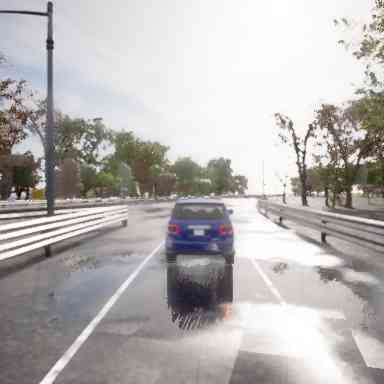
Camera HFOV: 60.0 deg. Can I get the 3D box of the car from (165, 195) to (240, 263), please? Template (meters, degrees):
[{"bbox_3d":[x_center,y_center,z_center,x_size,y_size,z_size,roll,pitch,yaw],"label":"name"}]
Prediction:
[{"bbox_3d":[0.362,1.229,12.105,2.150,2.045,5.566,0,0,3],"label":"car"}]
